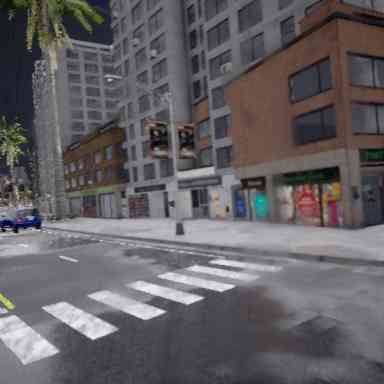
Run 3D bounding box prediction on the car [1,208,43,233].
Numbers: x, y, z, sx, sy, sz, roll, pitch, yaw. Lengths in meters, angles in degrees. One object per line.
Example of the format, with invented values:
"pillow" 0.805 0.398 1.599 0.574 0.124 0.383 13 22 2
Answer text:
"car" -15.211 2.484 29.567 2.150 2.045 5.566 -4 0 -44
